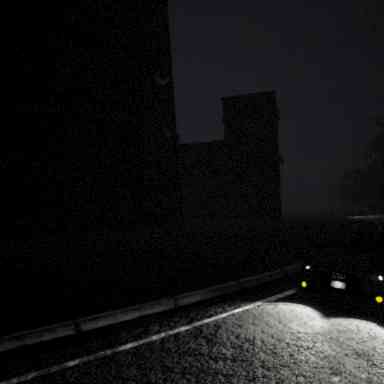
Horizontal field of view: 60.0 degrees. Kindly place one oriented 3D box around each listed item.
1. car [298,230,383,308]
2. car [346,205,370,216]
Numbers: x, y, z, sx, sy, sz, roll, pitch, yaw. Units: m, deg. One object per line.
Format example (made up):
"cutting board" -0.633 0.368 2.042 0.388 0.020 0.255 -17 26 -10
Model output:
"car" 4.250 1.618 7.828 4.181 1.385 1.994 0 -1 -44
"car" 22.897 2.481 46.051 1.882 1.535 5.008 -4 -3 9
